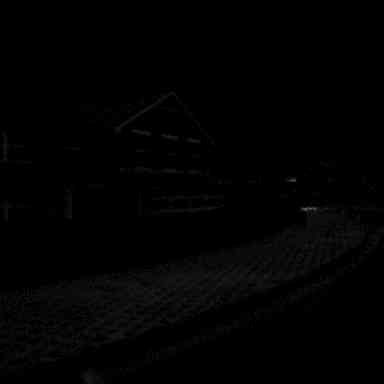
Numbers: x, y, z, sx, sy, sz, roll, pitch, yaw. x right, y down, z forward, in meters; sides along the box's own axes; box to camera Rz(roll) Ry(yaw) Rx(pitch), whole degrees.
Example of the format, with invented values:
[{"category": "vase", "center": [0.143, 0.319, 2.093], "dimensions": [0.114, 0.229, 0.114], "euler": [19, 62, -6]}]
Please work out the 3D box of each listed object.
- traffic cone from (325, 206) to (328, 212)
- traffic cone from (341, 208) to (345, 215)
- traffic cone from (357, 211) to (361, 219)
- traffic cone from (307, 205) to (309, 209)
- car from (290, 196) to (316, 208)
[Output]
[{"category": "traffic cone", "center": [14.298, 1.793, 35.540], "dimensions": [0.340, 0.580, 0.340], "euler": [-1, 0, 0]}, {"category": "traffic cone", "center": [14.035, 1.809, 30.836], "dimensions": [0.340, 0.580, 0.340], "euler": [-1, 0, 7]}, {"category": "traffic cone", "center": [13.191, 1.829, 26.197], "dimensions": [0.340, 0.580, 0.340], "euler": [-1, 0, 20]}, {"category": "traffic cone", "center": [14.017, 1.784, 40.244], "dimensions": [0.340, 0.580, 0.340], "euler": [-1, 0, -7]}, {"category": "car", "center": [14.869, 1.308, 45.551], "dimensions": [1.837, 1.490, 4.892], "euler": [0, 0, -14]}]
